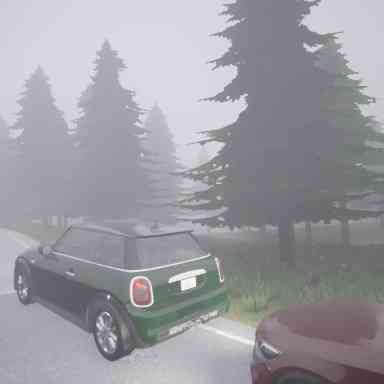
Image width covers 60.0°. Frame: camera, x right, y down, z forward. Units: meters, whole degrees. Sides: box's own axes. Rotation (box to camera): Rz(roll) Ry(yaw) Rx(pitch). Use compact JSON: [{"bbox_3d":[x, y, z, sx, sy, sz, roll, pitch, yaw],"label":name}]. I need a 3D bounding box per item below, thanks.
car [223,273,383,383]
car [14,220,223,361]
[{"bbox_3d":[2.748,1.531,2.596,4.674,1.442,1.812,1,0,36],"label":"car"},{"bbox_3d":[-1.578,1.308,6.221,4.553,1.767,2.097,1,1,44],"label":"car"}]
